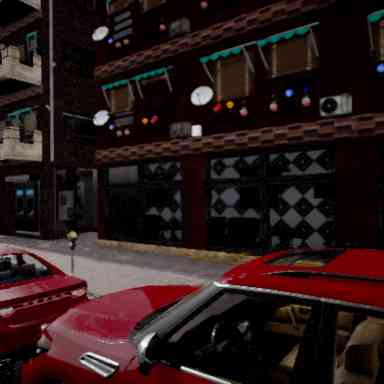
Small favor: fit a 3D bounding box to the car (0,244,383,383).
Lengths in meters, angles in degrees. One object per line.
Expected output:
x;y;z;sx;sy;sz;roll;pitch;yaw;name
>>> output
0.952;1.316;2.213;5.009;1.841;2.192;0;-1;35;car
